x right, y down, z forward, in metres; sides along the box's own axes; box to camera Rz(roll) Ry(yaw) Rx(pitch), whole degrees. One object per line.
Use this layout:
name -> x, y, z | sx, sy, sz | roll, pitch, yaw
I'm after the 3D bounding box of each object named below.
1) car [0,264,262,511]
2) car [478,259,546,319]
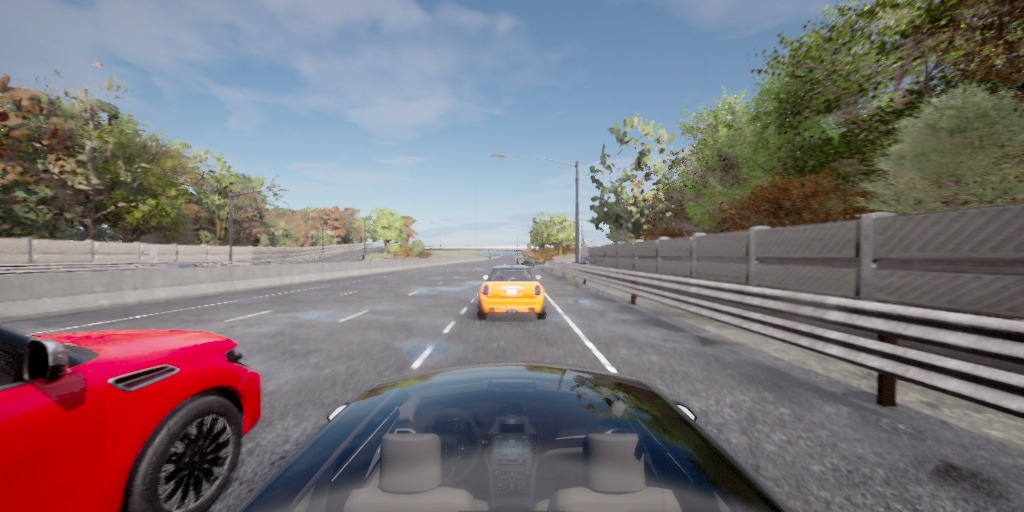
car -> -3.400, 0.972, 0.947 | 2.150, 2.045, 5.566 | 0, 0, 0
car -> -0.003, 1.099, 12.871 | 2.097, 1.767, 4.553 | 0, 0, 0
